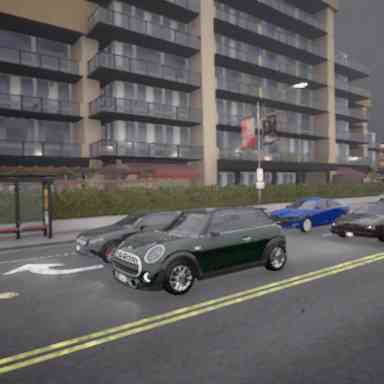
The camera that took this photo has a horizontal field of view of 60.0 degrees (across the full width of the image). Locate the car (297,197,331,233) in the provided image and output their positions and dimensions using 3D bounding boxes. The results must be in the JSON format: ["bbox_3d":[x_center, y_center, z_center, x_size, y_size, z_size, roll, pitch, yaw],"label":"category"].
[{"bbox_3d":[6.059,1.059,16.920,5.008,1.535,1.882,-2,1,-36],"label":"car"}]

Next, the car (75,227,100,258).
[{"bbox_3d":[-1.569,1.375,11.470,4.674,1.442,1.812,-2,1,-35],"label":"car"}]

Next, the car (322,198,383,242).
[{"bbox_3d":[8.085,1.129,14.060,5.357,1.411,2.033,-2,1,-35],"label":"car"}]

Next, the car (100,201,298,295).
[{"bbox_3d":[0.309,1.206,8.507,4.553,1.767,2.097,-2,1,-35],"label":"car"}]
